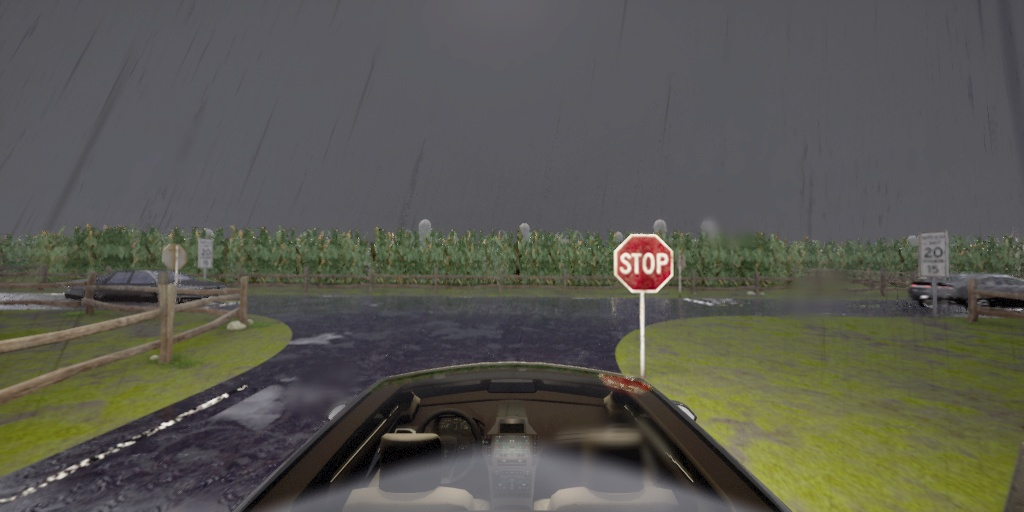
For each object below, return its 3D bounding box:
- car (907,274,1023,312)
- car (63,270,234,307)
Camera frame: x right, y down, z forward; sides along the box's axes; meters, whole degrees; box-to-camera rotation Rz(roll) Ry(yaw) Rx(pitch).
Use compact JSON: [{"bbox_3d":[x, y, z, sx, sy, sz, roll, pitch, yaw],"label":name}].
[{"bbox_3d":[18.854,1.451,14.272,4.902,1.511,2.128,0,-1,0],"label":"car"},{"bbox_3d":[-14.434,1.255,14.388,5.357,1.411,2.033,0,-1,0],"label":"car"}]
